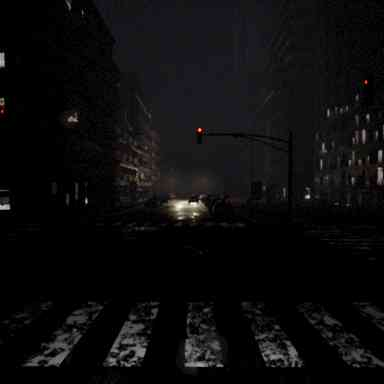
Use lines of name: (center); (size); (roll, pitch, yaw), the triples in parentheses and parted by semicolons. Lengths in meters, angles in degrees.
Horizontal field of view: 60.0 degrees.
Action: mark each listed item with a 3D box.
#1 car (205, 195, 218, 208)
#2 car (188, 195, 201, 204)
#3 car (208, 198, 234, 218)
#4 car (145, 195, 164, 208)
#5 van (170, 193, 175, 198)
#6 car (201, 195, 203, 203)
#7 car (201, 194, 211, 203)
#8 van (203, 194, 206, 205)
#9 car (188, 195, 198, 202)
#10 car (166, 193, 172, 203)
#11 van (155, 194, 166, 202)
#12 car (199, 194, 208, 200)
car: (2.753, 1.398, 35.584); (1.967, 1.590, 4.097); (-1, 0, 0)
car: (0.286, 1.416, 60.856); (1.837, 1.490, 4.892); (0, 0, 0)
car: (2.737, 1.512, 29.938); (1.887, 1.381, 4.507); (-1, 0, 0)
car: (-5.558, 1.505, 46.868); (1.947, 1.339, 4.313); (-1, 0, 0)
van: (-5.473, 1.218, 75.099); (1.690, 1.788, 3.998); (-1, 0, 0)
car: (2.806, 1.473, 52.522); (1.887, 1.381, 4.507); (-1, 0, 0)
car: (2.864, 1.331, 69.458); (1.967, 1.590, 4.097); (-1, 0, 0)
van: (2.786, 1.280, 46.875); (1.690, 1.788, 3.998); (-1, 0, 0)
car: (0.243, 1.404, 71.057); (2.128, 1.511, 4.902); (0, 0, 0)
car: (-5.506, 1.449, 63.806); (1.887, 1.381, 4.507); (-1, 0, 0)
van: (-5.544, 1.270, 52.514); (1.690, 1.788, 3.998); (-1, 0, 0)
car: (2.947, 1.285, 86.396); (1.967, 1.590, 4.097); (-1, 0, 0)
